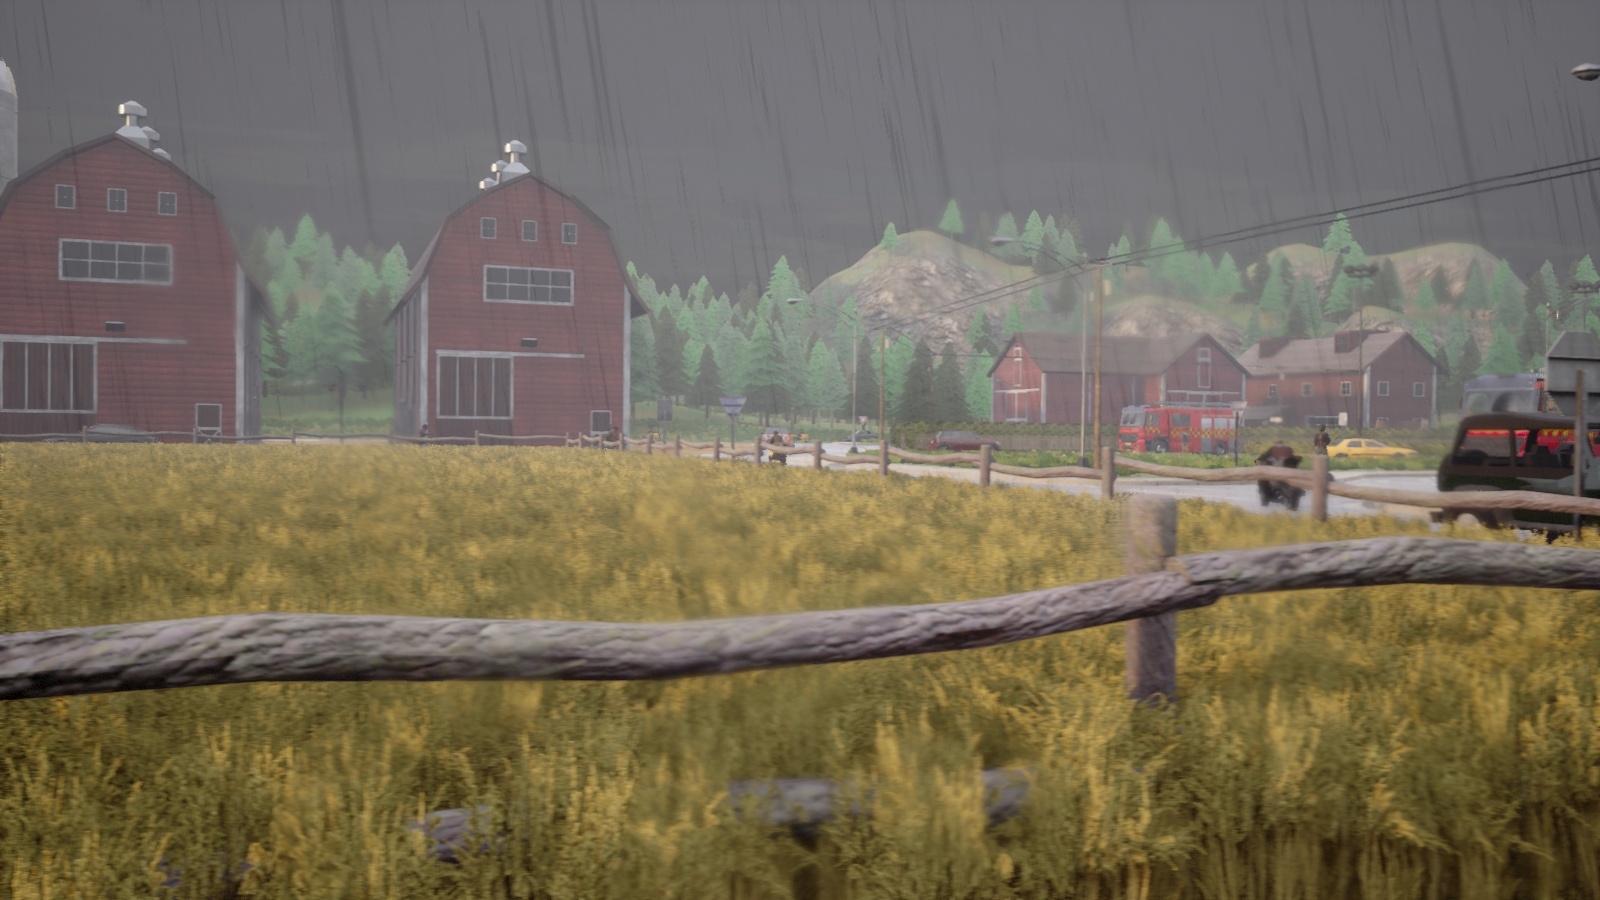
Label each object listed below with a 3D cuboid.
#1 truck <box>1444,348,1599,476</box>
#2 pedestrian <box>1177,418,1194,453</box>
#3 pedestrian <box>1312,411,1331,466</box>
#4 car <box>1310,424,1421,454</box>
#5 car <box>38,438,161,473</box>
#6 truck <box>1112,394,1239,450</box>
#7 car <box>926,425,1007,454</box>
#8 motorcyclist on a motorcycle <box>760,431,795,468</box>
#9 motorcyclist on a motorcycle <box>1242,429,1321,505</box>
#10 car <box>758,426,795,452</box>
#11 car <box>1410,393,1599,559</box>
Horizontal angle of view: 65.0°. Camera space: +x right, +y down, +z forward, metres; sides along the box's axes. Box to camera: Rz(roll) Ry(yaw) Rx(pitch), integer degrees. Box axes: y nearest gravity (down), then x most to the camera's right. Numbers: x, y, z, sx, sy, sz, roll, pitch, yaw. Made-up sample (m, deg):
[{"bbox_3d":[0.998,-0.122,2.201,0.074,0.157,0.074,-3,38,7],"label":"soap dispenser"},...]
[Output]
[{"bbox_3d":[25.146,-1.221,40.562,8.468,3.827,2.891,-1,1,-22],"label":"truck"},{"bbox_3d":[21.486,-0.825,69.950,0.423,1.949,0.788,-1,1,-41],"label":"pedestrian"},{"bbox_3d":[18.546,-0.405,44.622,0.402,1.930,0.666,0,1,45],"label":"pedestrian"},{"bbox_3d":[31.017,-0.613,69.019,5.366,1.575,1.801,0,1,18],"label":"car"},{"bbox_3d":[-31.521,0.226,56.654,4.674,1.442,1.812,-1,1,-24],"label":"car"},{"bbox_3d":[26.239,-1.964,87.735,8.468,3.827,2.891,-1,1,-21],"label":"truck"},{"bbox_3d":[10.338,-0.650,78.141,4.553,1.767,2.097,-1,1,-9],"label":"car"},{"bbox_3d":[-0.947,-0.030,52.731,0.797,1.523,2.044,-1,1,-21],"label":"motorcyclist on a motorcycle"},{"bbox_3d":[10.216,0.327,26.746,0.866,1.530,2.191,1,1,2],"label":"motorcyclist on a motorcycle"},{"bbox_3d":[-1.613,-0.804,87.819,2.097,1.767,4.553,0,1,4],"label":"car"},{"bbox_3d":[9.673,0.273,15.180,1.905,1.878,3.866,-1,1,-21],"label":"car"}]
